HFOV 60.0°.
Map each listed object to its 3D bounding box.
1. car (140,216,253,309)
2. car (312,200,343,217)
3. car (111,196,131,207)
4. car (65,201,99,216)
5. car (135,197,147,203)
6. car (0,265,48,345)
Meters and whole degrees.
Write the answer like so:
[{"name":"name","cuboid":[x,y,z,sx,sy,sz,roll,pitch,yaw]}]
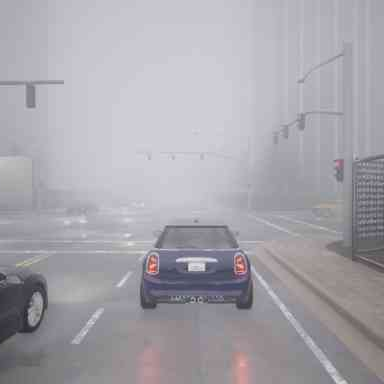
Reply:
[{"name":"car","cuboid":[0.096,1.352,8.028,2.097,1.767,4.553,0,0,0]},{"name":"car","cuboid":[13.330,1.422,29.747,5.008,1.535,1.882,0,0,0]},{"name":"car","cuboid":[-10.488,1.352,49.407,2.097,1.767,4.553,0,0,0]},{"name":"car","cuboid":[-10.531,1.576,32.101,1.895,1.301,4.718,0,0,0]},{"name":"car","cuboid":[-10.356,1.668,67.189,1.895,1.301,4.718,0,0,0]},{"name":"car","cuboid":[-3.431,1.505,3.903,1.837,1.490,4.892,0,0,0]}]
